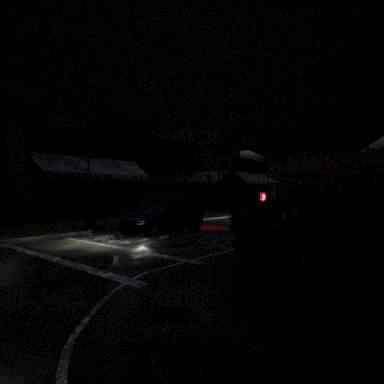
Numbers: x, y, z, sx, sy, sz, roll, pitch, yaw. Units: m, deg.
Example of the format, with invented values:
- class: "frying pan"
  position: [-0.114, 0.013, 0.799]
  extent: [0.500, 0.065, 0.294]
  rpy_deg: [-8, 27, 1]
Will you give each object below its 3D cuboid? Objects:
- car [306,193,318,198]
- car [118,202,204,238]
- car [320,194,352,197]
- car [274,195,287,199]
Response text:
- class: "car"
  position: [27.017, 1.313, 77.486]
  extent: [2.007, 1.523, 4.514]
  rpy_deg: [0, 0, 38]
- class: "car"
  position: [-1.439, 1.301, 16.928]
  extent: [1.882, 1.535, 5.008]
  rpy_deg: [0, 0, 39]
- class: "car"
  position: [17.910, 1.241, 41.149]
  extent: [1.837, 1.490, 4.892]
  rpy_deg: [0, 0, 38]
- class: "car"
  position: [7.460, 1.301, 28.106]
  extent: [1.882, 1.535, 5.008]
  rpy_deg: [0, 0, 38]
